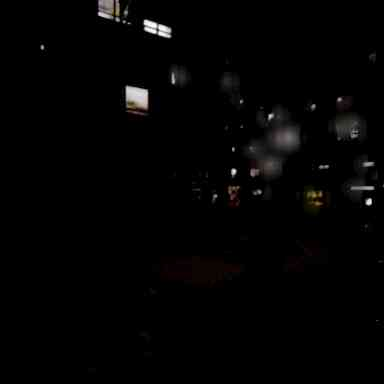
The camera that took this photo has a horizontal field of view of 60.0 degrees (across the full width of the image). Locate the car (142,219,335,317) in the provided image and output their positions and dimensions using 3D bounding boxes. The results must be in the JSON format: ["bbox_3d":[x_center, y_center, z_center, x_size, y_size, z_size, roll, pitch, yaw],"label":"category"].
[{"bbox_3d":[1.271,1.544,7.467,4.829,1.417,1.752,0,0,-35],"label":"car"}]

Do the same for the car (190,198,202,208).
[{"bbox_3d":[-0.233,1.564,48.529,1.802,1.307,4.206,0,0,-36],"label":"car"}]

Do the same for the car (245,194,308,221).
[{"bbox_3d":[6.271,1.333,25.261,2.192,1.841,5.009,0,0,-36],"label":"car"}]

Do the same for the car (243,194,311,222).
[{"bbox_3d":[7.132,1.240,28.479,2.150,2.045,5.566,0,0,-36],"label":"car"}]
